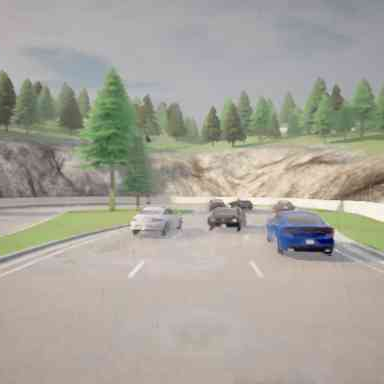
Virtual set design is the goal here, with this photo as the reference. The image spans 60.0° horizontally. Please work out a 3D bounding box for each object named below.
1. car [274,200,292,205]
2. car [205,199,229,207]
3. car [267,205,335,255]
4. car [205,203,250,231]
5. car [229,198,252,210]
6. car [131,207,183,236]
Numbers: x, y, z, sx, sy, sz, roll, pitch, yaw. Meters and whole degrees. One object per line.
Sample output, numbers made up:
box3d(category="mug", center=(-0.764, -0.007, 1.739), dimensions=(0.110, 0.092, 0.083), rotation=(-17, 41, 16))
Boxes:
box3d(category="car", center=(9.877, 1.580, 36.148), dimensions=(1.994, 1.385, 4.181), rotation=(0, 0, 8))
box3d(category="car", center=(2.813, 1.544, 39.814), dimensions=(1.812, 1.442, 4.674), rotation=(1, 0, -5))
box3d(category="car", center=(4.150, 1.484, 13.351), dimensions=(1.882, 1.535, 5.008), rotation=(0, 0, 6))
box3d(category="car", center=(2.319, 1.611, 20.732), dimensions=(1.895, 1.301, 4.718), rotation=(0, 0, 14))
box3d(category="car", center=(5.956, 1.510, 41.775), dimensions=(2.128, 1.511, 4.902), rotation=(0, 0, -12))
box3d(category="car", center=(-1.870, 1.535, 18.592), dimensions=(1.812, 1.442, 4.674), rotation=(0, 0, 13))
